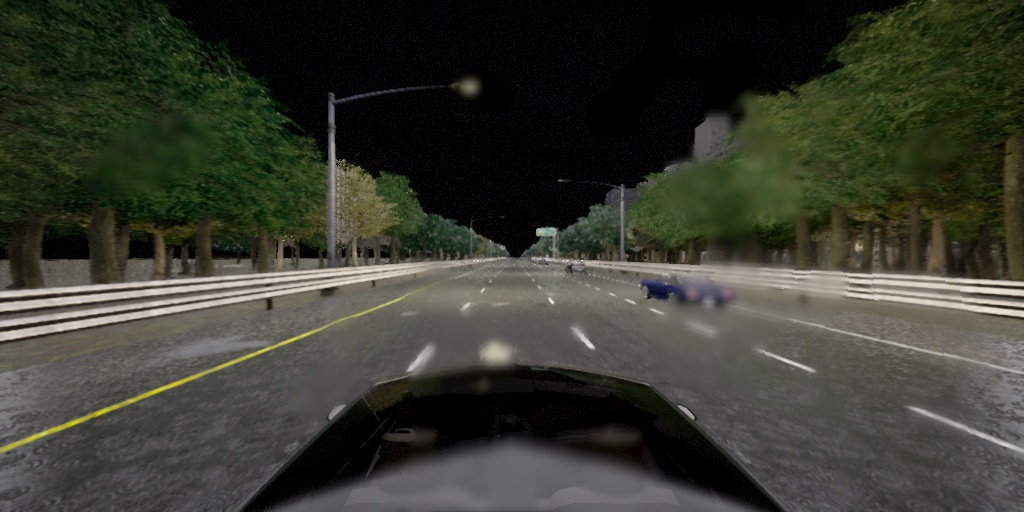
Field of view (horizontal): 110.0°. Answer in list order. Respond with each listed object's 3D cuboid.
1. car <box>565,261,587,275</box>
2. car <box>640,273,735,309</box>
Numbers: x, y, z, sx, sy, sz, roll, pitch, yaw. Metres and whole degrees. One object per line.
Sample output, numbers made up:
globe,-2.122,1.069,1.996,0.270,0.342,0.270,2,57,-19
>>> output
car,7.072,1.308,39.788,2.128,1.511,4.902,0,0,0
car,7.006,1.371,14.992,1.895,1.301,4.718,0,0,0
